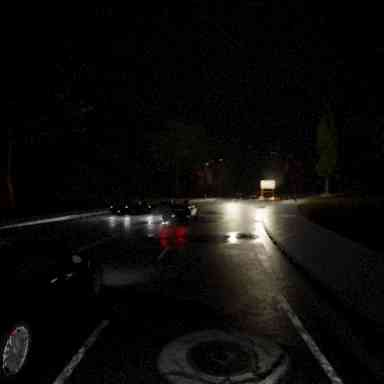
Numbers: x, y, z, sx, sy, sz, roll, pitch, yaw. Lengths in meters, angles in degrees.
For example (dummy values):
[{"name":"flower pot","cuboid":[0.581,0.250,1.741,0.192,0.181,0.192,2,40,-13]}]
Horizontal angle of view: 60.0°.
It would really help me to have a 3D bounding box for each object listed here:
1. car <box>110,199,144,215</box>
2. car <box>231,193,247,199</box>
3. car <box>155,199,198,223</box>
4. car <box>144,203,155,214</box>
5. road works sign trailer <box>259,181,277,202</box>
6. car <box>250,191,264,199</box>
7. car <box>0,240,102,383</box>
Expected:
[{"name":"car","cuboid":[-5.977,1.394,31.647,1.895,1.301,4.718,0,0,14]},{"name":"car","cuboid":[9.926,0.810,70.379,1.895,1.301,4.718,-1,1,30]},{"name":"car","cuboid":[-0.761,1.329,23.857,2.128,1.511,4.902,0,0,10]},{"name":"car","cuboid":[-2.587,1.377,31.852,1.895,1.301,4.718,0,1,14]},{"name":"road works sign trailer","cuboid":[12.700,-0.177,55.392,2.380,3.560,2.880,0,1,28]},{"name":"car","cuboid":[13.841,0.637,70.586,1.837,1.490,4.892,-1,1,32]},{"name":"car","cuboid":[-2.907,1.490,5.257,1.812,1.442,4.674,0,0,3]}]
